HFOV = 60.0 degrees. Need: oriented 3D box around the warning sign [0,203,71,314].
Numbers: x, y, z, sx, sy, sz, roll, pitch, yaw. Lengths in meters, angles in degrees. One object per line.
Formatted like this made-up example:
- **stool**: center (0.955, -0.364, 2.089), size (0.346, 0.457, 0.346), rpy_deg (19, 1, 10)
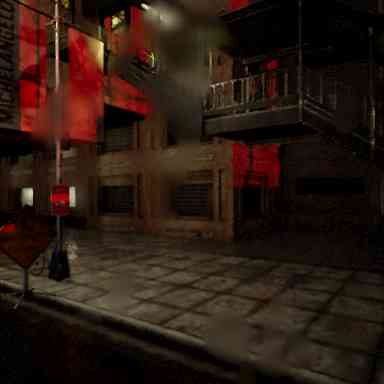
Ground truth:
- **warning sign**: center (-3.299, 1.176, 6.587), size (1.060, 1.860, 1.300), rpy_deg (-1, 0, 35)
